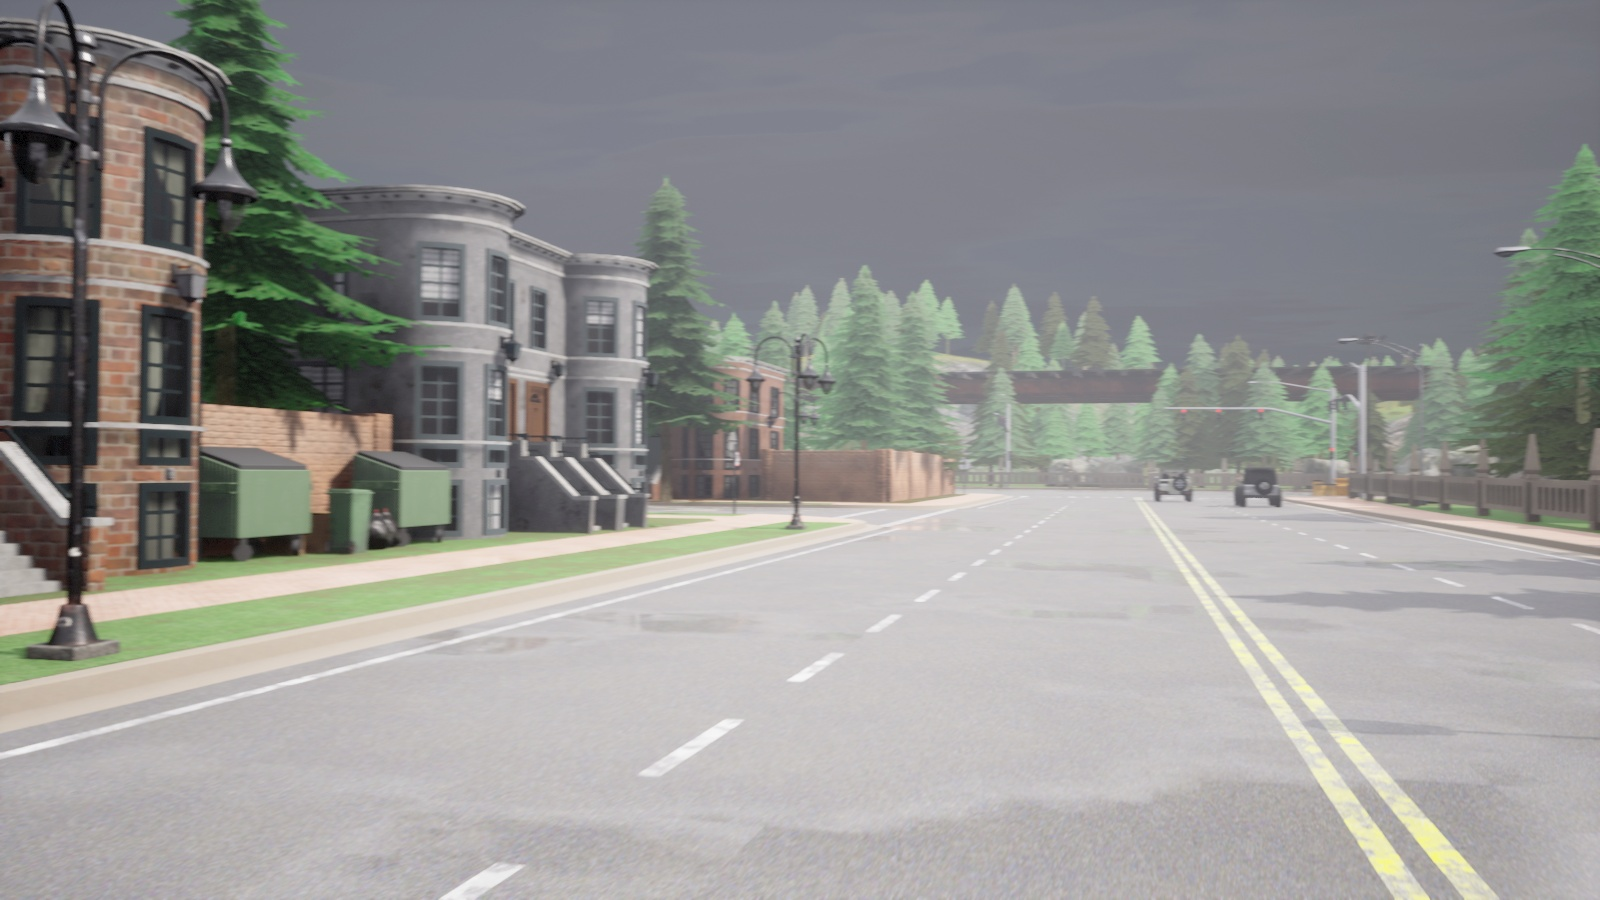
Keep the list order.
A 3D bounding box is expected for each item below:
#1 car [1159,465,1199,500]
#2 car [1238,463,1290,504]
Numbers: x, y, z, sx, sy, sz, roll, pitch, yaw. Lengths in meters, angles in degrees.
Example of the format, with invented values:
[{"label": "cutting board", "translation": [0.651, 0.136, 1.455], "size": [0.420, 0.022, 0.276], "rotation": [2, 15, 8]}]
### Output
[{"label": "car", "translation": [20.831, 1.742, 69.134], "size": [1.932, 1.855, 4.605], "rotation": [0, -1, 14]}, {"label": "car", "translation": [22.001, 1.561, 59.651], "size": [1.905, 1.878, 3.866], "rotation": [0, -1, 14]}]
